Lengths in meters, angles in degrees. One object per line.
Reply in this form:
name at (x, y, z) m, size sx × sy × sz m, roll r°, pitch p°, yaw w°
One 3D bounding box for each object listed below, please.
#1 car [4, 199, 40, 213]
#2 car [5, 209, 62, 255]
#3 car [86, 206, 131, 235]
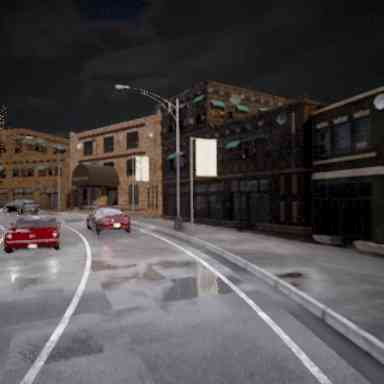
car at (-17.608, 1.498, 34.420) m, size 4.902 × 1.511 × 2.128 m, roll 0°, pitch -1°, yaw 38°
car at (-6.408, 1.608, 13.752) m, size 1.895 × 1.301 × 4.718 m, roll 0°, pitch 0°, yaw -22°
car at (-4.825, 1.530, 19.042) m, size 1.812 × 1.442 × 4.674 m, roll 0°, pitch 0°, yaw -26°
